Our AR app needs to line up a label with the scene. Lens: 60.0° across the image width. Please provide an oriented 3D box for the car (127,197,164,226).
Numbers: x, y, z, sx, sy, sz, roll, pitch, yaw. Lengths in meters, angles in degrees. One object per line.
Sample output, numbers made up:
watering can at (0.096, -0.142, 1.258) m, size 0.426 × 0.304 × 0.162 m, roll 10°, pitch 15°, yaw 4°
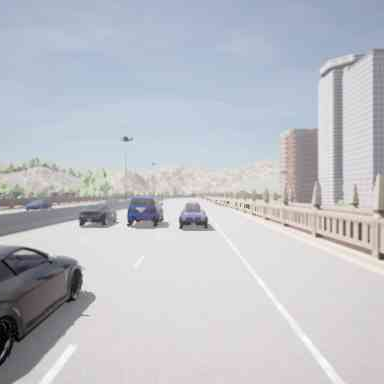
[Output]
car at (-3.404, 1.380, 24.880) m, size 2.150 × 2.045 × 5.566 m, roll 0°, pitch 0°, yaw 0°

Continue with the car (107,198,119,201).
car at (-14.008, 1.730, 58.705) m, size 1.812 × 1.442 × 4.674 m, roll 0°, pitch 0°, yaw 0°

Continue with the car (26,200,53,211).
car at (-21.029, 1.787, 46.021) m, size 1.882 × 1.535 × 5.008 m, roll 0°, pitch -1°, yaw 0°

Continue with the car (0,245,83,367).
car at (-3.401, 1.597, 5.701) m, size 1.994 × 1.385 × 4.181 m, roll 0°, pitch 0°, yaw 0°

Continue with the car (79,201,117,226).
car at (-6.904, 1.663, 24.760) m, size 1.837 × 1.490 × 4.892 m, roll 0°, pitch 0°, yaw 0°

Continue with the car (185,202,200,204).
car at (0.094, 1.832, 40.279) m, size 1.994 × 1.385 × 4.181 m, roll 0°, pitch 0°, yaw 0°

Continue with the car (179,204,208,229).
car at (0.097, 1.746, 23.047) m, size 1.895 × 1.301 × 4.718 m, roll 0°, pitch 0°, yaw 0°
